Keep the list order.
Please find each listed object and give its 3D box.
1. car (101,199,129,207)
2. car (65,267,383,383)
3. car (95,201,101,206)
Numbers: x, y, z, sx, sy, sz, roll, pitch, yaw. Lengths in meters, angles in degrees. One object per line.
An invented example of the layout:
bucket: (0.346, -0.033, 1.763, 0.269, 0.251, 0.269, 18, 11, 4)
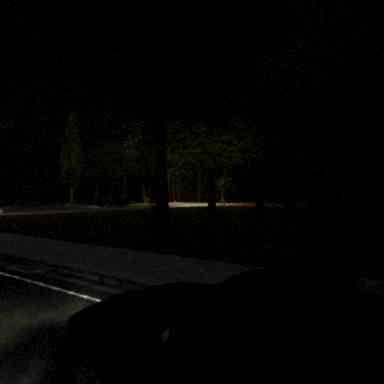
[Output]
car: (-14.341, 2.062, 63.568, 2.128, 1.511, 4.902, 0, -1, 36)
car: (0.855, 1.483, 3.077, 5.008, 1.535, 1.882, 0, 0, 36)
car: (-17.022, 2.141, 65.374, 1.994, 1.385, 4.181, 0, -1, 36)
